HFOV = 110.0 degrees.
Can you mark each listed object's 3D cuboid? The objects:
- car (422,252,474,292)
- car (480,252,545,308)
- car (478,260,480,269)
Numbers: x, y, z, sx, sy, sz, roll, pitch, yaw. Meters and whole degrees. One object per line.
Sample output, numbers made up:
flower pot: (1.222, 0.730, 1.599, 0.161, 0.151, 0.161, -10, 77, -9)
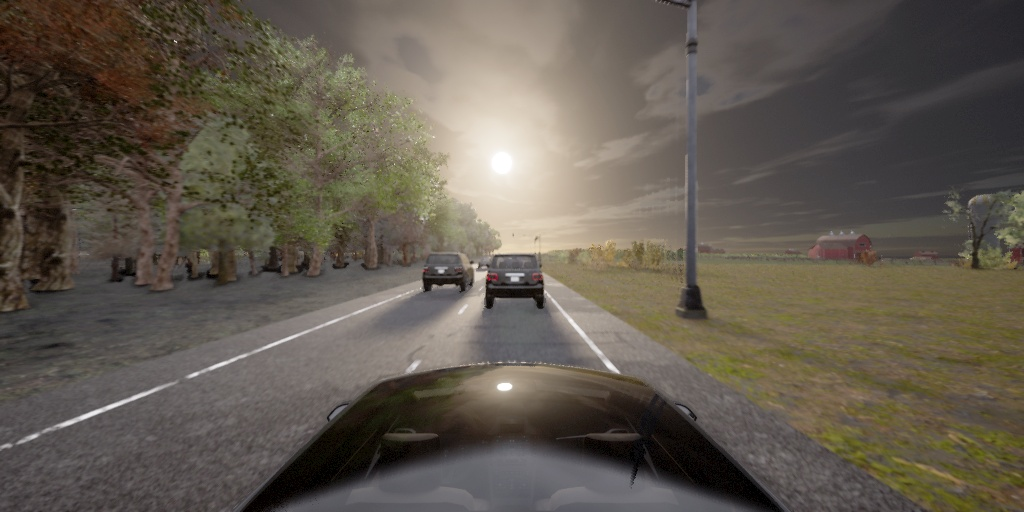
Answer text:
car: (-3.403, 0.822, 19.922, 2.150, 2.045, 5.566, 0, 0, 0)
car: (0.098, 0.865, 14.813, 2.150, 2.045, 5.566, 0, 0, 0)
car: (-3.409, 0.866, 47.386, 2.128, 1.511, 4.902, 0, 0, 0)
